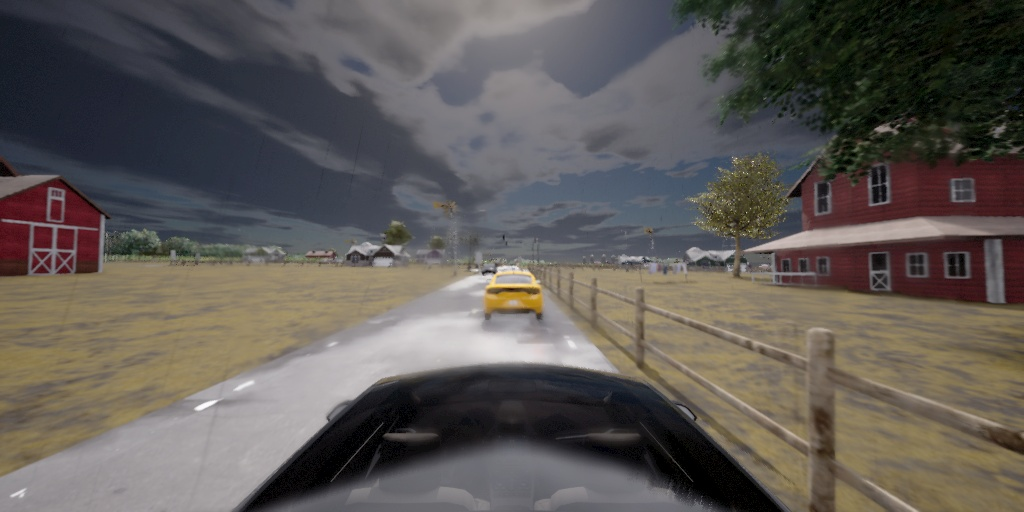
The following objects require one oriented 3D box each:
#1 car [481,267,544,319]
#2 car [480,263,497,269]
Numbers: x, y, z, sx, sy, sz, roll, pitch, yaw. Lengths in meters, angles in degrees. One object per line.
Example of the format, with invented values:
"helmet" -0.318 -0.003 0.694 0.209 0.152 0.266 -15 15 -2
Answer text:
"car" 0.066 1.294 13.075 1.882 1.535 5.008 0 -1 0
"car" -2.838 1.656 45.154 1.837 1.490 4.892 0 -1 0
